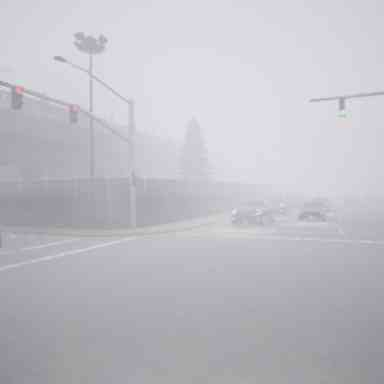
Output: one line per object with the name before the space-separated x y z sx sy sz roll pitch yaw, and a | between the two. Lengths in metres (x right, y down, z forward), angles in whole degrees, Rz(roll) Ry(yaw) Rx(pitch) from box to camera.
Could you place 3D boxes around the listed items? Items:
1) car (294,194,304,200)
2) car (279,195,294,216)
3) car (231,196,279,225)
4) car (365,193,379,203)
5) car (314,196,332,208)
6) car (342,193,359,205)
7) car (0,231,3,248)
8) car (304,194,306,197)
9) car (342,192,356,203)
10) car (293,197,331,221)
car | 11.893 1.117 40.109 2.097 1.767 4.553 -1 0 24
car | 7.813 1.182 30.849 2.097 1.767 4.553 -1 0 24
car | 4.244 1.238 22.779 2.097 1.767 4.553 -1 0 25
car | 30.557 0.990 56.659 2.128 1.511 4.902 -1 0 23
car | 17.391 1.235 43.904 2.033 1.411 5.357 -1 0 23
car | 23.346 1.095 48.835 2.128 1.511 4.902 -1 0 23
car | -8.988 1.619 11.918 4.902 1.511 2.128 -1 0 26
car | 16.002 1.052 49.499 2.097 1.767 4.553 -1 0 23
car | 27.395 0.891 58.166 2.097 1.767 4.553 -1 0 23
car | 9.349 1.363 25.598 2.033 1.411 5.357 -1 0 24
